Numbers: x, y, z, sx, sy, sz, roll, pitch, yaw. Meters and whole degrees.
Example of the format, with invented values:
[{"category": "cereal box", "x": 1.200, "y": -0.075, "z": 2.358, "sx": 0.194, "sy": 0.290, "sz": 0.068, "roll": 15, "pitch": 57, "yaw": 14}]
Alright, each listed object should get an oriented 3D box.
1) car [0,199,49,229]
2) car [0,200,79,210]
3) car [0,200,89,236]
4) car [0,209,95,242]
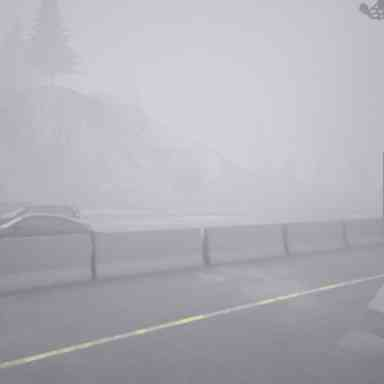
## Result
[{"category": "car", "x": -11.790, "y": 1.359, "z": 21.181, "sx": 4.553, "sy": 1.767, "sz": 2.097, "roll": 1, "pitch": 0, "yaw": -34}, {"category": "car", "x": -7.483, "y": 1.368, "z": 15.656, "sx": 4.553, "sy": 1.767, "sz": 2.097, "roll": 1, "pitch": 0, "yaw": -33}, {"category": "car", "x": -8.548, "y": 1.378, "z": 19.137, "sx": 4.553, "sy": 1.767, "sz": 2.097, "roll": 1, "pitch": 0, "yaw": -33}, {"category": "car", "x": -6.020, "y": 1.538, "z": 12.441, "sx": 4.674, "sy": 1.442, "sz": 1.812, "roll": 1, "pitch": 0, "yaw": -34}]
